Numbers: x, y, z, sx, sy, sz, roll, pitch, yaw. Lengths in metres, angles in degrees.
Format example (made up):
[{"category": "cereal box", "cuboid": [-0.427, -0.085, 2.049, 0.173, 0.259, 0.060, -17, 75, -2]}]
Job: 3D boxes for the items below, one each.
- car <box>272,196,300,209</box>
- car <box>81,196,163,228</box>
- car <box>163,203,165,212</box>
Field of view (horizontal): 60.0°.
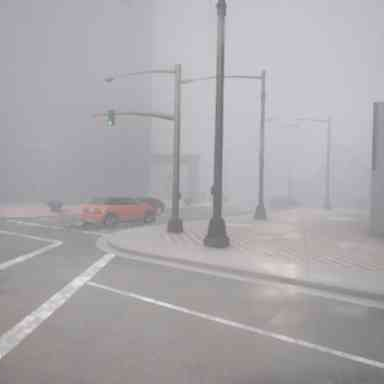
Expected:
[{"category": "car", "cuboid": [11.580, 1.244, 40.975, 1.837, 1.490, 4.892, 1, 0, 42]}, {"category": "car", "cuboid": [-4.223, 1.034, 19.824, 2.097, 1.767, 4.553, 2, 1, 36]}, {"category": "car", "cuboid": [-4.162, 1.111, 26.029, 1.837, 1.490, 4.892, 2, 1, 36]}]
